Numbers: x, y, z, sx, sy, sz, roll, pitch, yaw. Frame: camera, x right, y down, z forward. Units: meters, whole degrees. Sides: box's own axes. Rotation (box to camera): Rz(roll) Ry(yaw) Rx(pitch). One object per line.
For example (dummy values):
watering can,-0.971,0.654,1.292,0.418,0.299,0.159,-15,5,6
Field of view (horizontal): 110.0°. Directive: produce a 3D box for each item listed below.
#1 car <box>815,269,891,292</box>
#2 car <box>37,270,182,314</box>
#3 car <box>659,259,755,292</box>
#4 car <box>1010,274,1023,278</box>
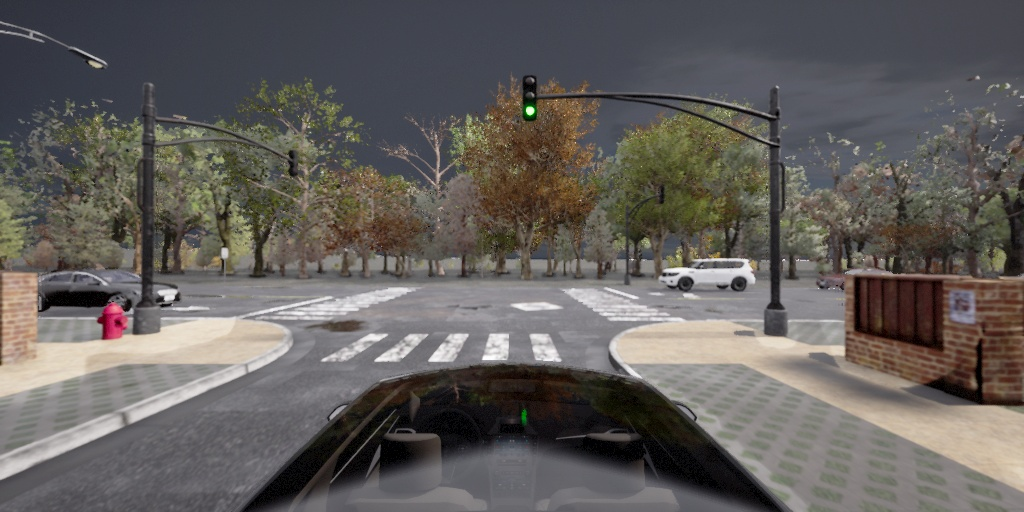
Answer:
car,22.481,1.535,23.266,4.674,1.442,1.812,0,-1,0
car,-15.120,1.274,13.271,4.902,1.511,2.128,0,-1,0
car,12.558,1.197,23.230,5.566,2.045,2.150,0,-1,2
car,35.121,1.554,23.267,4.892,1.490,1.837,0,-1,0
